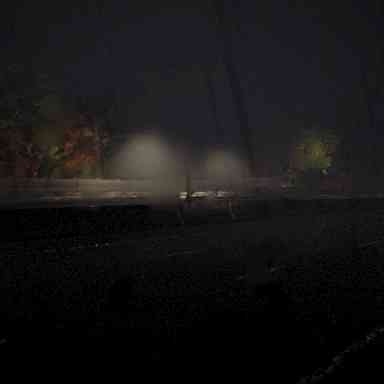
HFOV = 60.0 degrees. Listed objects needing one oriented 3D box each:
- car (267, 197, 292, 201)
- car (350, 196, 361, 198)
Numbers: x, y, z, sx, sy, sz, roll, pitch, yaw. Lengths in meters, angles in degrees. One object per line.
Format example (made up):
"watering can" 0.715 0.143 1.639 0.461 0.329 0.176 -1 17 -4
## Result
"car" 9.683 1.317 37.117 4.892 1.490 1.837 0 0 -41
"car" 24.731 1.369 50.393 4.181 1.385 1.994 0 0 -41
